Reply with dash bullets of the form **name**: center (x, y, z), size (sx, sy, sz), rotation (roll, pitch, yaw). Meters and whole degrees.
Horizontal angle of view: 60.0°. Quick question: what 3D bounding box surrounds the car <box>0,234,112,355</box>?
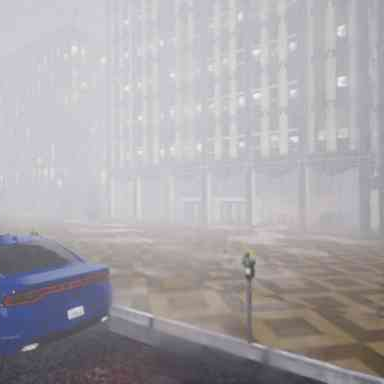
- **car**: center (-3.608, 1.513, 6.003), size (5.008, 1.535, 1.882), rotation (0, 0, 36)
